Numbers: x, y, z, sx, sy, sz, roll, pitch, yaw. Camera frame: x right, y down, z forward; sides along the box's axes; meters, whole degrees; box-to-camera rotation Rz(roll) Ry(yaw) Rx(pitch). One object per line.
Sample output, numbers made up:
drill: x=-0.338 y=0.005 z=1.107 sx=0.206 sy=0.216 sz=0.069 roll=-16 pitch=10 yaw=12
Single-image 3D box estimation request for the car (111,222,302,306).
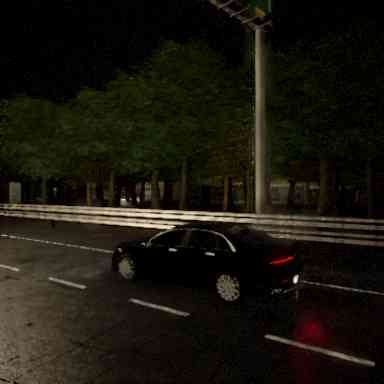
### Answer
car: x=0.108 y=1.507 z=8.094 sx=4.892 sy=1.490 sz=1.837 roll=0 pitch=0 yaw=36
